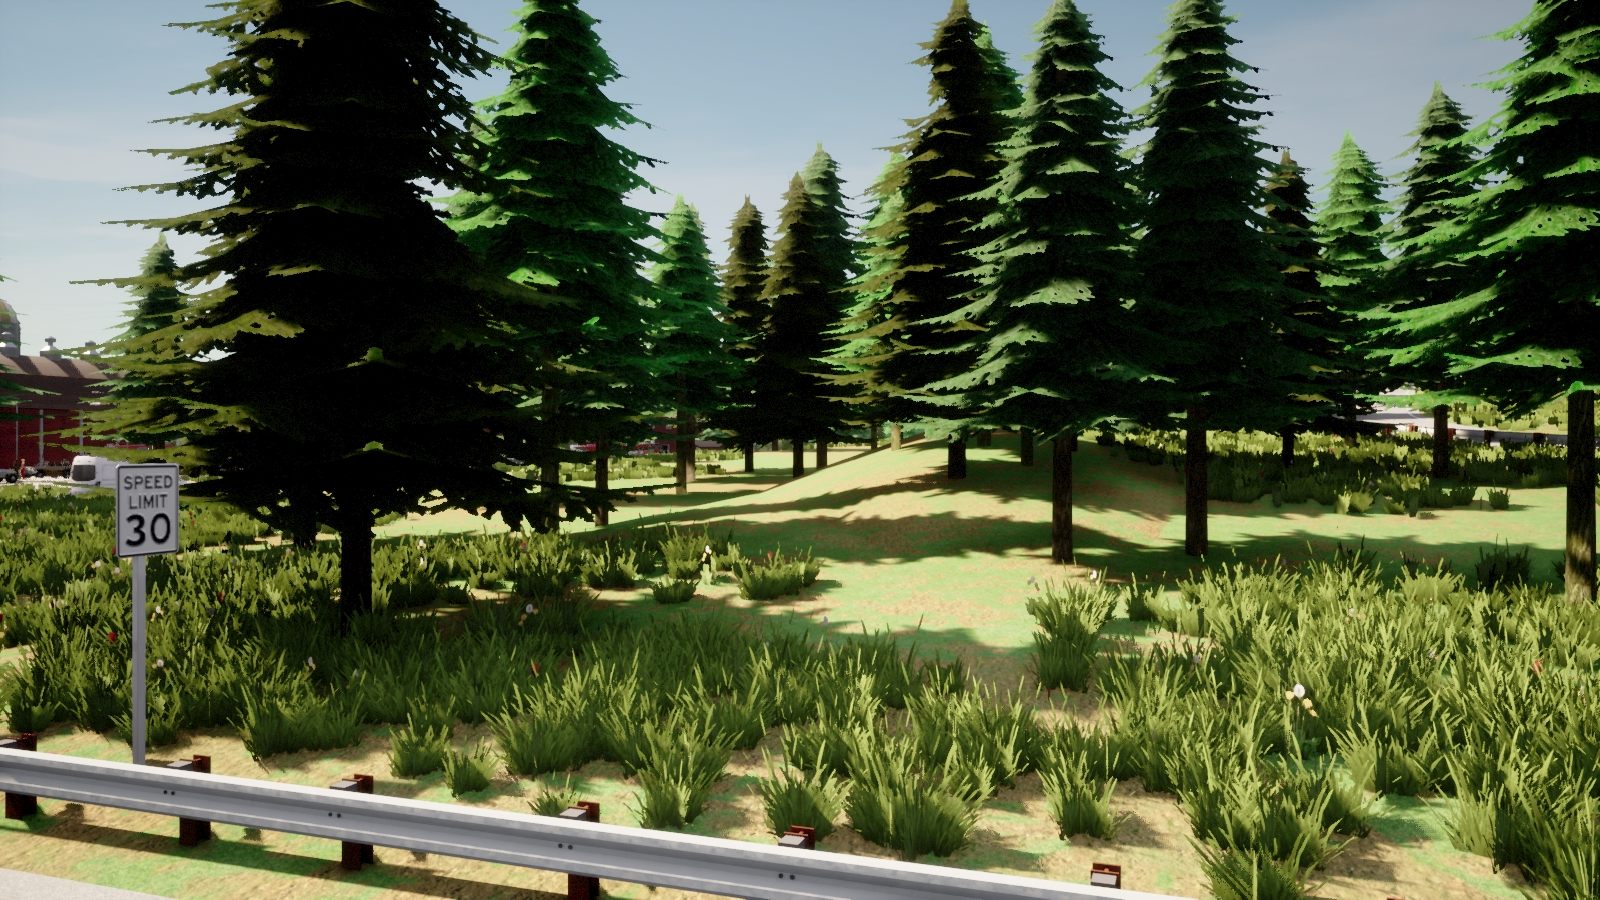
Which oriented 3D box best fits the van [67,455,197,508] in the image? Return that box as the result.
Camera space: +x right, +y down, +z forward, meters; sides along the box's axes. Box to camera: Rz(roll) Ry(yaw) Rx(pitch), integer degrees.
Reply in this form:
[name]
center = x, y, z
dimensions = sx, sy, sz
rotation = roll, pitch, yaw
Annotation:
[van]
center = -34.124, 1.537, 58.588
dimensions = 1.988, 2.561, 5.915
rotation = 0, 0, 19
